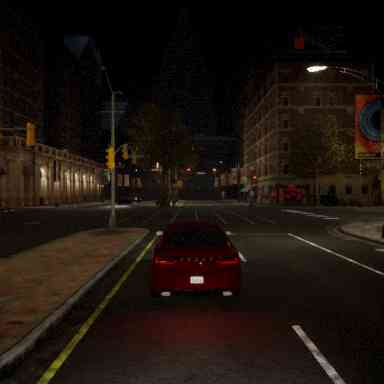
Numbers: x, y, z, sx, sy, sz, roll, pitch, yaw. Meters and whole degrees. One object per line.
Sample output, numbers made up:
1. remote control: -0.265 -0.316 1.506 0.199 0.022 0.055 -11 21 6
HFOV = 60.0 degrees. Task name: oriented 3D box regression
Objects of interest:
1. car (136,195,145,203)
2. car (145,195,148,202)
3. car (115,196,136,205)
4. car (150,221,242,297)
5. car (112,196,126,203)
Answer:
1. car: -11.730 1.538 68.781 2.033 1.411 5.357 0 0 0
2. car: -11.765 1.476 79.260 1.882 1.535 5.008 0 0 0
3. car: -11.753 1.599 58.707 1.895 1.301 4.718 0 0 0
4. car: 0.054 1.477 8.634 1.882 1.535 5.008 0 0 -1
5. car: -14.979 1.593 68.835 1.895 1.301 4.718 0 0 0
